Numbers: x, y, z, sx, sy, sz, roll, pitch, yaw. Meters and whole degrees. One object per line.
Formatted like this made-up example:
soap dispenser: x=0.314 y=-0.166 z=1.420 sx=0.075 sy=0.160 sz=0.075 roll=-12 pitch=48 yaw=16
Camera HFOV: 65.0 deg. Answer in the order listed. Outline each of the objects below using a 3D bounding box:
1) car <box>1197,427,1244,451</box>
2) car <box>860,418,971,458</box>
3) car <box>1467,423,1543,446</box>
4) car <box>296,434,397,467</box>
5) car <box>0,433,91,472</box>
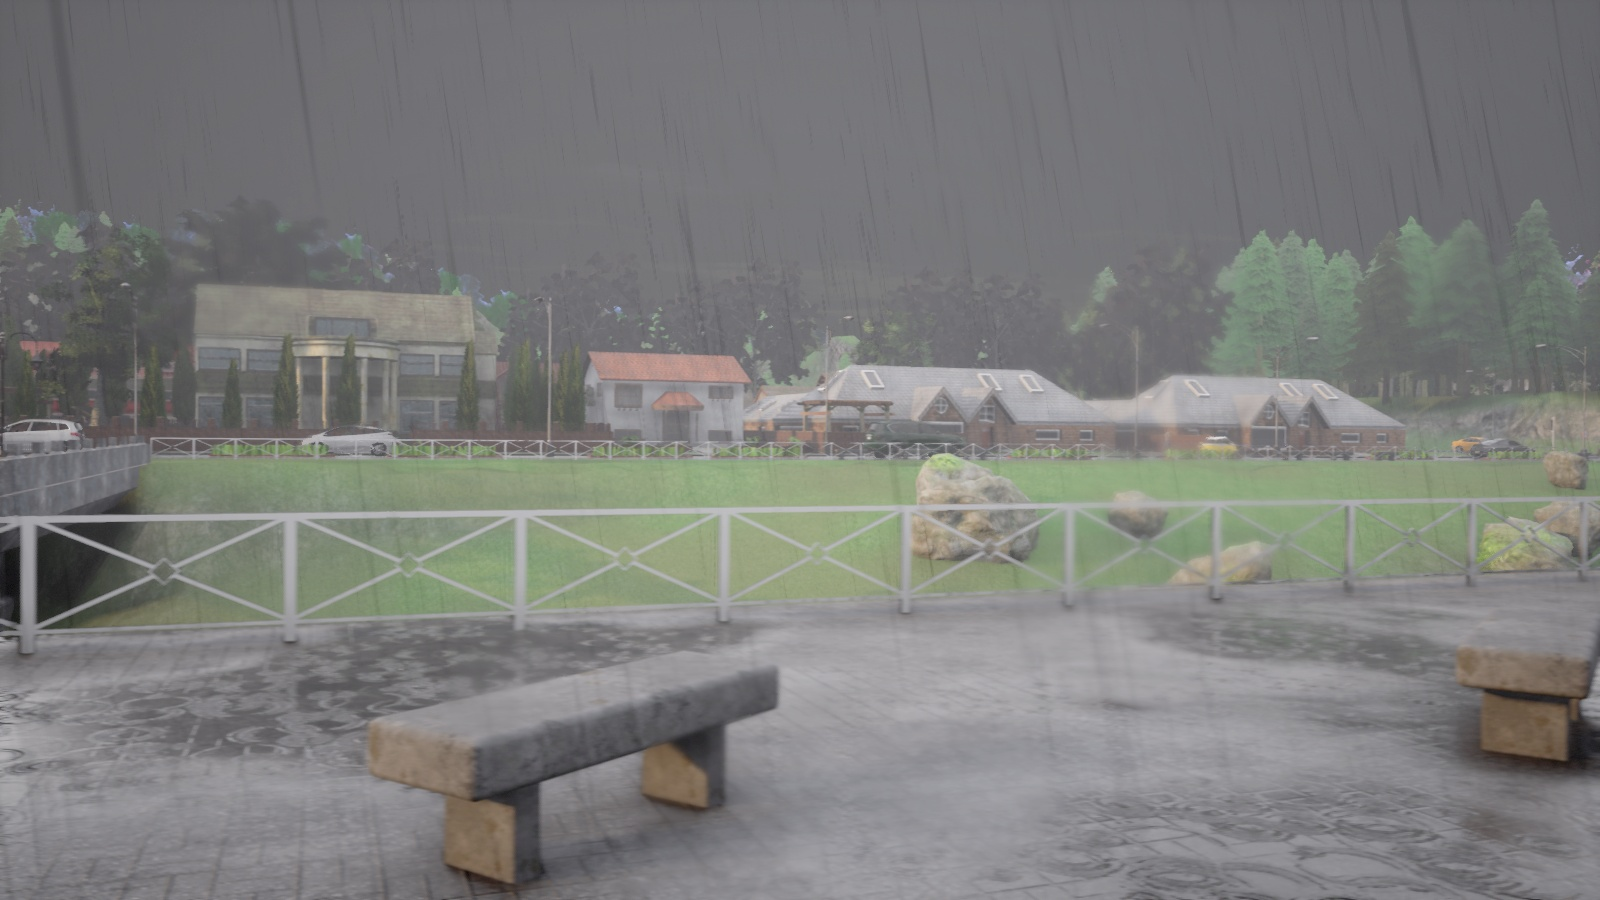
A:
car: x=25.071 y=-0.638 z=74.971 sx=2.207 sy=1.376 sz=1.481 roll=-1 pitch=1 yaw=-21
car: x=6.230 y=-0.654 z=67.818 sx=5.566 sy=2.045 sz=2.150 roll=-1 pitch=1 yaw=-21
car: x=46.658 y=-1.034 z=83.161 sx=4.674 sy=1.442 sz=1.812 roll=-1 pitch=1 yaw=-21
car: x=-22.137 y=-0.014 z=61.338 sx=4.514 sy=1.525 sz=2.007 roll=-1 pitch=1 yaw=-21
car: x=-34.773 y=0.098 z=56.542 sx=4.611 sy=1.667 sz=2.242 roll=-1 pitch=1 yaw=-21
